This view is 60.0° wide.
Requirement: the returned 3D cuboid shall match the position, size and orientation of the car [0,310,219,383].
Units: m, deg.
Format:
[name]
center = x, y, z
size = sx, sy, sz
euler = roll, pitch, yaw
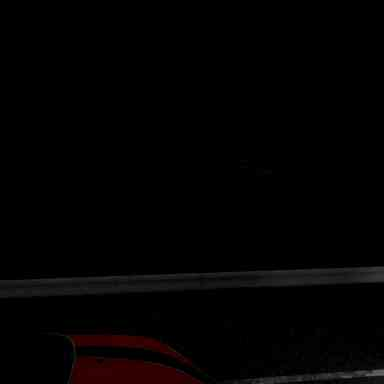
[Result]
[car]
center = -1.841, 1.352, 1.677
size = 4.553, 1.767, 2.097
euler = 0, 0, -7
